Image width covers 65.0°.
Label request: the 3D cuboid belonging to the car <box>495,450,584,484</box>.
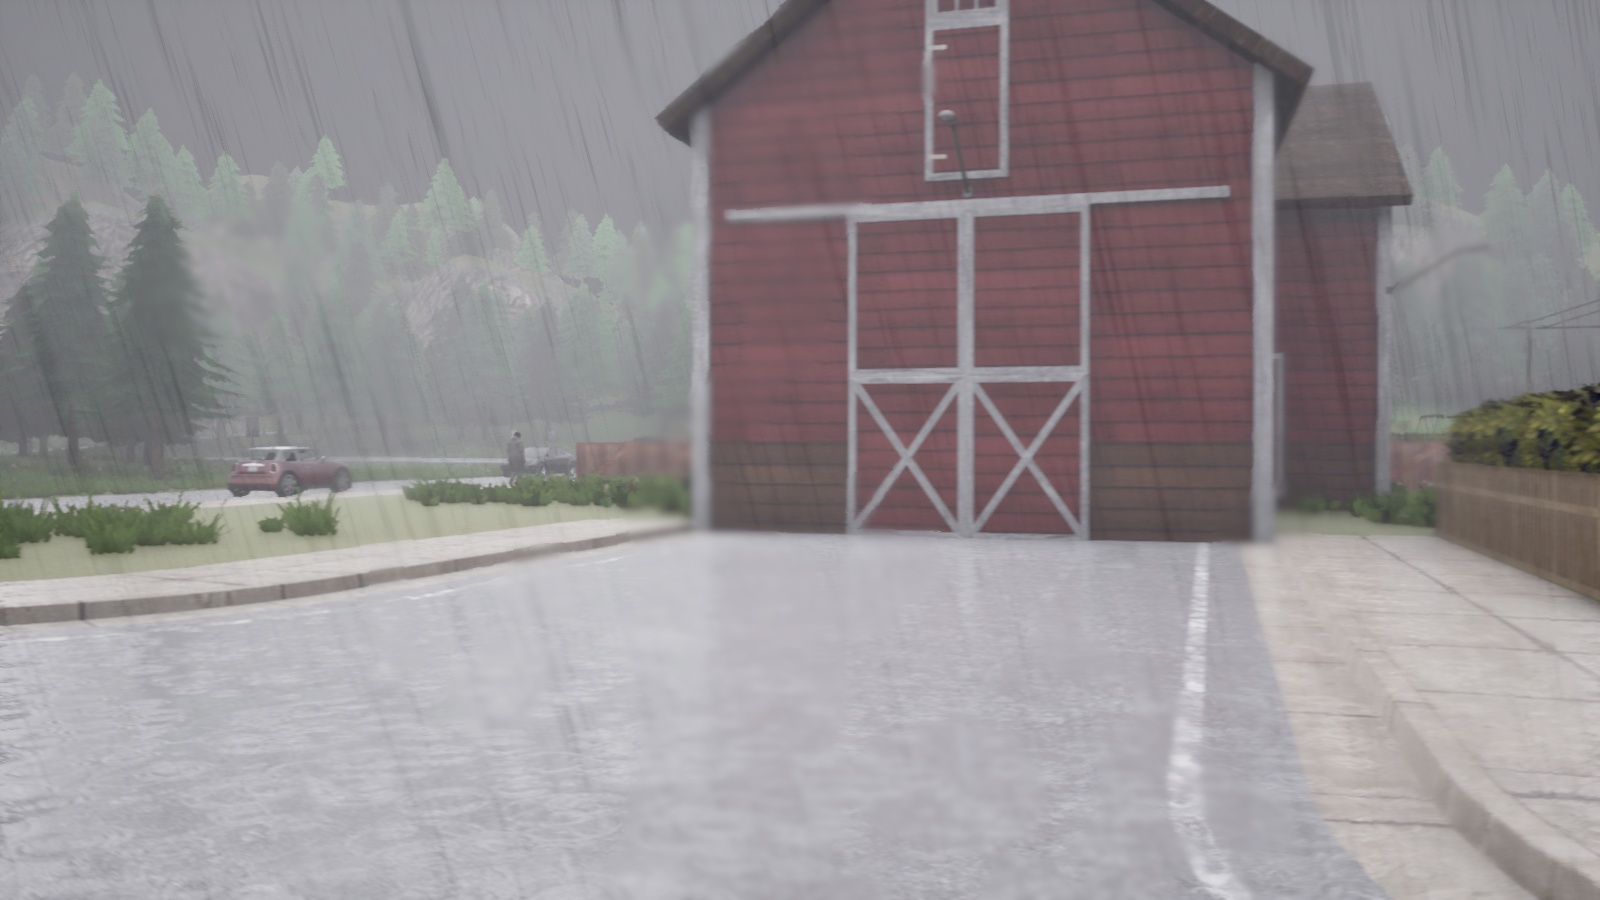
[{"bbox_3d":[-12.418,0.777,60.125,2.163,1.488,4.792,-1,0,16],"label":"car"}]

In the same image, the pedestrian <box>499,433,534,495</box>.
[{"bbox_3d":[-9.155,0.446,40.578,0.659,1.952,0.873,-1,0,25],"label":"pedestrian"}]

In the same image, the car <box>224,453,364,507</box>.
[{"bbox_3d":[-15.206,0.874,37.941,1.970,1.475,3.806,-1,0,16],"label":"car"}]

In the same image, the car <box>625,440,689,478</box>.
[{"bbox_3d":[-7.369,0.465,64.980,1.905,1.878,3.866,-1,0,16],"label":"car"}]
